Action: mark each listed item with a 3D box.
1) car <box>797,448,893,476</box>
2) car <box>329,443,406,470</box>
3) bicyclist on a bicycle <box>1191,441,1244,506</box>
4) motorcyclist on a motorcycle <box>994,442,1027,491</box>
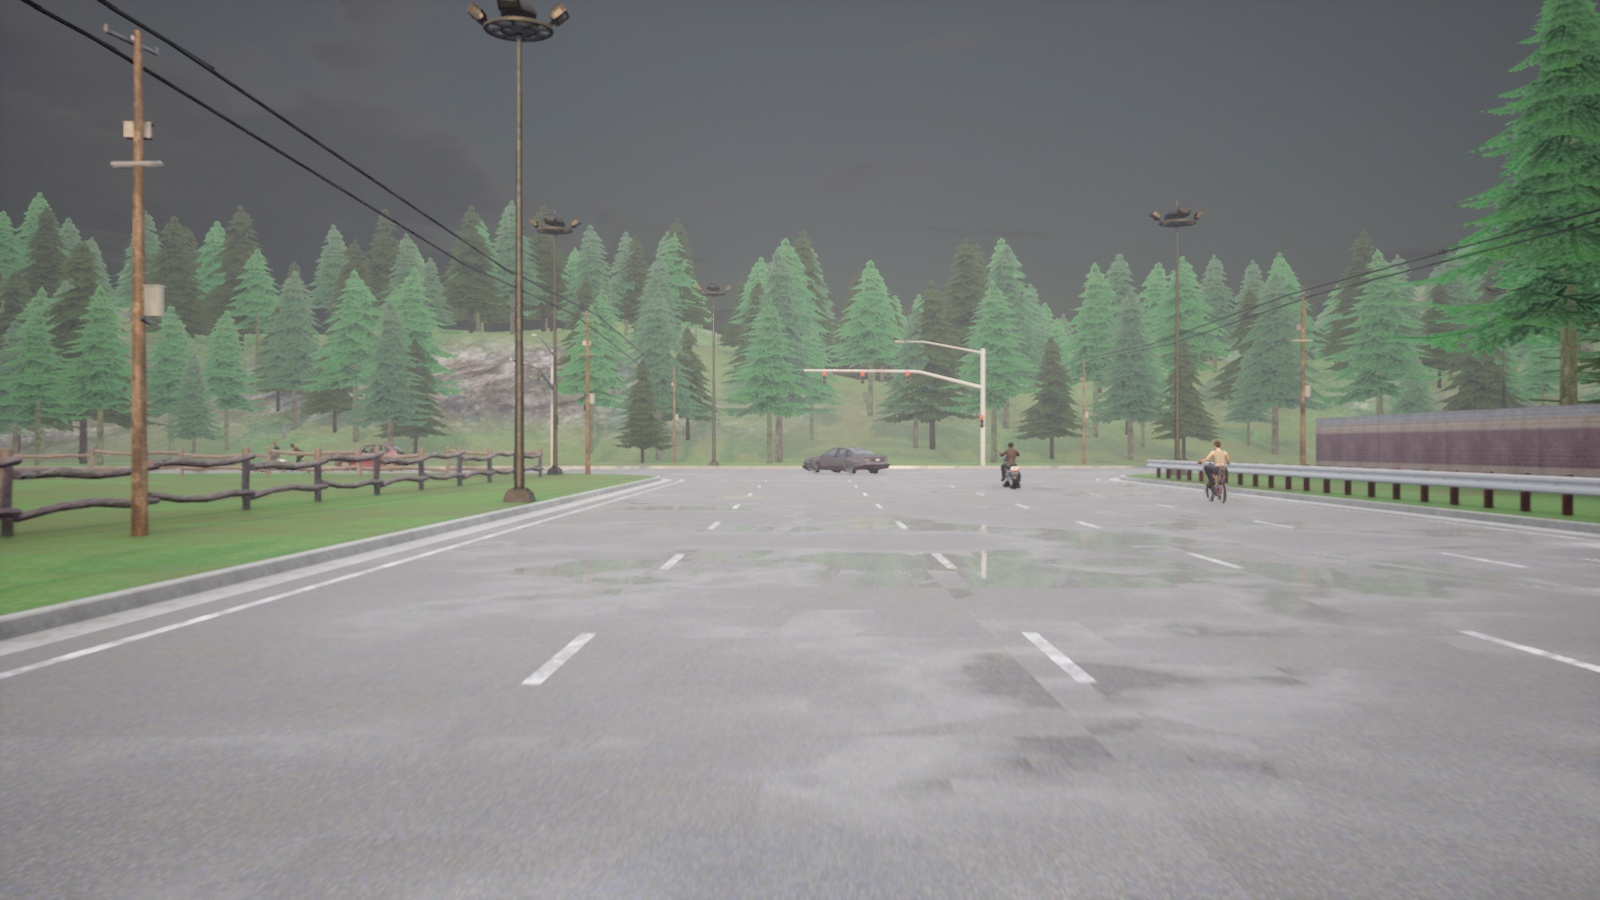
[{"bbox_3d":[2.331,0.579,66.050,2.033,1.411,5.357,0,0,-39],"label":"car"},{"bbox_3d":[-25.891,0.376,75.234,3.988,1.617,1.851,0,0,1],"label":"car"},{"bbox_3d":[10.695,0.586,32.249,0.866,1.612,1.509,0,0,1],"label":"bicyclist on a bicycle"},{"bbox_3d":[7.264,0.560,43.361,0.766,1.649,2.350,0,0,0],"label":"motorcyclist on a motorcycle"}]
